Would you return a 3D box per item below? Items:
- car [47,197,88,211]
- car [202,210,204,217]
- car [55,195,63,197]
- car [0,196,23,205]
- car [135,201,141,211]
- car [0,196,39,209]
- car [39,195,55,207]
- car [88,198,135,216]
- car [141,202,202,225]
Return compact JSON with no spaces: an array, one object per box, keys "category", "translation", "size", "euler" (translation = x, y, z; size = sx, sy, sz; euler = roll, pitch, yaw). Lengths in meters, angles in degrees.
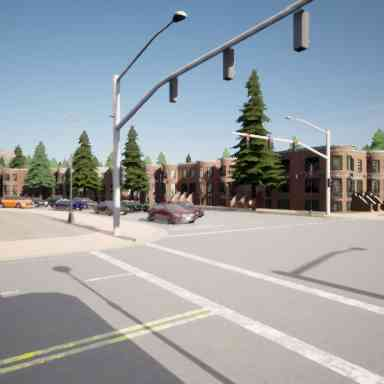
[{"category":"car","translation":[-14.994,1.598,39.973],"size":[4.718,1.301,1.895],"euler":[0,0,38]},{"category":"car","translation":[-0.792,1.560,28.903],"size":[1.994,1.385,4.181],"euler":[0,0,-37]},{"category":"car","translation":[-23.226,1.348,56.500],"size":[4.553,1.767,2.097],"euler":[0,0,21]},{"category":"car","translation":[-32.908,1.489,58.970],"size":[4.902,1.511,2.128],"euler":[0,0,9]},{"category":"car","translation":[-6.661,1.596,36.550],"size":[1.895,1.301,4.718],"euler":[0,0,-40]},{"category":"car","translation":[-23.716,1.350,45.372],"size":[4.553,1.767,2.097],"euler":[0,0,25]},{"category":"car","translation":[-23.307,1.489,49.052],"size":[4.902,1.511,2.128],"euler":[0,0,23]},{"category":"car","translation":[-8.094,1.544,32.923],"size":[2.033,1.411,5.357],"euler":[0,0,-38]},{"category":"car","translation":[-1.613,1.522,24.135],"size":[1.812,1.442,4.674],"euler":[0,0,-36]}]
